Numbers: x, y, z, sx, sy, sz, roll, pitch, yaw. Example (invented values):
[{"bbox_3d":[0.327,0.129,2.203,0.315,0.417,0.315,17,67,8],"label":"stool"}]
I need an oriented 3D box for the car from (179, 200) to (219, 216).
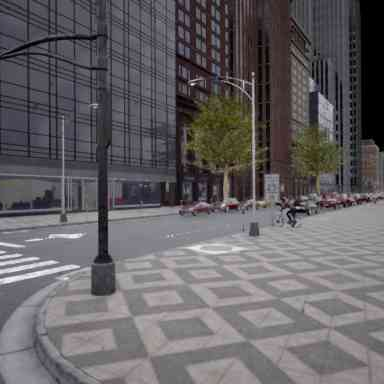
[{"bbox_3d":[0.452,1.525,31.720,1.802,1.307,4.206,0,0,35],"label":"car"}]

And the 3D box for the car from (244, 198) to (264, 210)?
[{"bbox_3d":[6.844,1.495,41.013,1.802,1.307,4.206,0,0,35],"label":"car"}]

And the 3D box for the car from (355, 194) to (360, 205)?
[{"bbox_3d":[23.451,1.379,50.114,1.947,1.339,4.313,0,0,35],"label":"car"}]

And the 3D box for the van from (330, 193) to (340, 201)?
[{"bbox_3d":[35.607,1.187,82.831,1.690,1.788,3.998,-1,0,35],"label":"van"}]

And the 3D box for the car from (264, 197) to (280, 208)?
[{"bbox_3d":[9.943,1.427,45.519,1.752,1.417,4.829,0,0,35],"label":"car"}]

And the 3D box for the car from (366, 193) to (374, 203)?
[{"bbox_3d":[33.038,1.101,64.053,2.192,1.841,5.009,0,0,35],"label":"car"}]

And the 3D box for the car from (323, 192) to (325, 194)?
[{"bbox_3d":[22.175,1.053,52.796,2.150,2.045,5.566,-1,0,35],"label":"car"}]

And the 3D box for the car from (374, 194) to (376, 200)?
[{"bbox_3d":[36.330,1.304,68.837,1.752,1.417,4.829,-1,0,35],"label":"car"}]

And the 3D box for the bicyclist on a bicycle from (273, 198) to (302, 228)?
[{"bbox_3d":[5.240,1.177,18.414,1.656,1.620,0.582,-1,0,35],"label":"bicyclist on a bicycle"}]

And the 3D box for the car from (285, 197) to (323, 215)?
[{"bbox_3d":[10.668,1.425,31.531,1.947,1.339,4.313,0,0,35],"label":"car"}]

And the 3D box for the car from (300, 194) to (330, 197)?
[{"bbox_3d":[16.489,1.340,44.529,2.128,1.511,4.902,-1,0,35],"label":"car"}]

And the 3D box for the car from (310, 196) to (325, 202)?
[{"bbox_3d":[26.021,1.419,68.892,1.947,1.339,4.313,0,0,35],"label":"car"}]

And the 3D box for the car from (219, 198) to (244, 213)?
[{"bbox_3d":[3.646,1.367,36.366,1.967,1.590,4.097,0,0,35],"label":"car"}]

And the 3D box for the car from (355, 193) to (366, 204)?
[{"bbox_3d":[26.646,1.119,54.760,2.192,1.841,5.009,0,0,35],"label":"car"}]

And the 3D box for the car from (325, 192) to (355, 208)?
[{"bbox_3d":[20.254,1.137,45.470,2.192,1.841,5.009,0,0,35],"label":"car"}]

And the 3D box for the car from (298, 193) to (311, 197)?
[{"bbox_3d":[19.628,1.416,59.599,1.887,1.381,4.507,0,0,35],"label":"car"}]

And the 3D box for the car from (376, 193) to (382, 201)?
[{"bbox_3d":[42.625,1.360,77.988,1.802,1.307,4.206,-1,0,35],"label":"car"}]

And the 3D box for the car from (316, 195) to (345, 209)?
[{"bbox_3d":[17.059,1.378,40.823,1.887,1.381,4.507,0,0,35],"label":"car"}]

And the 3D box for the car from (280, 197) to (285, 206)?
[{"bbox_3d":[13.236,1.456,50.306,1.947,1.339,4.313,0,0,35],"label":"car"}]
